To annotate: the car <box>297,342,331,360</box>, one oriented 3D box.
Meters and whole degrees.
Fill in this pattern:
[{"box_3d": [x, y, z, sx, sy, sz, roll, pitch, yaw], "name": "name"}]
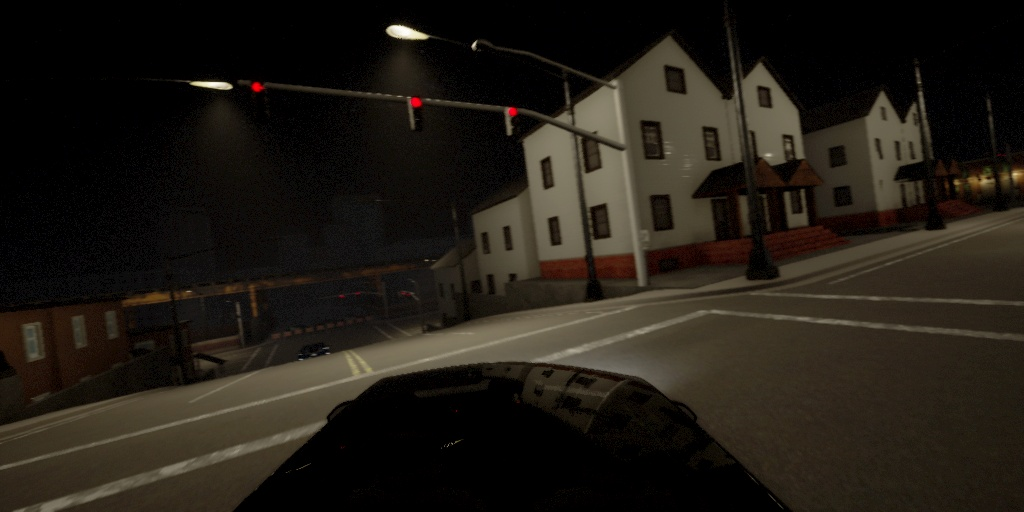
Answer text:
[{"box_3d": [-16.313, 8.292, 29.742, 2.150, 2.045, 5.566, -8, -19, -29], "name": "car"}]
